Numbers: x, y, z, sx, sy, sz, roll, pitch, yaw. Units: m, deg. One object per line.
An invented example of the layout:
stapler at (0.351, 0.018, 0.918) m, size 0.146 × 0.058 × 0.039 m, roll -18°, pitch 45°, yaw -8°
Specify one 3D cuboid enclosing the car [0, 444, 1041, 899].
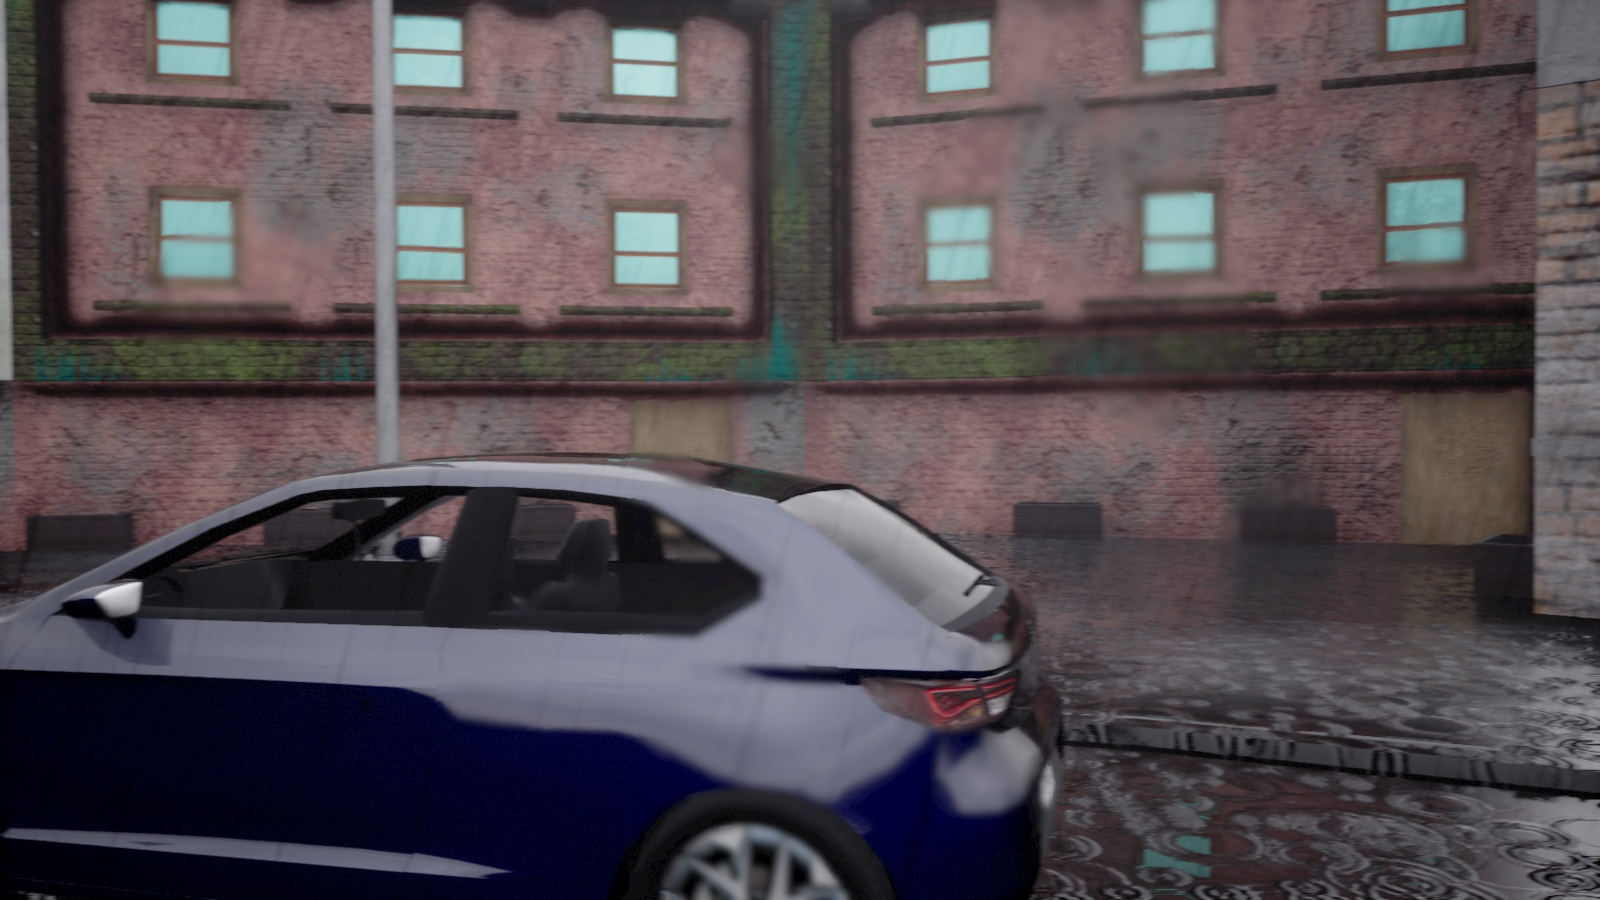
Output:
car at (-1.379, 0.740, 4.240) m, size 4.193 × 1.474 × 1.816 m, roll 0°, pitch 1°, yaw 15°
